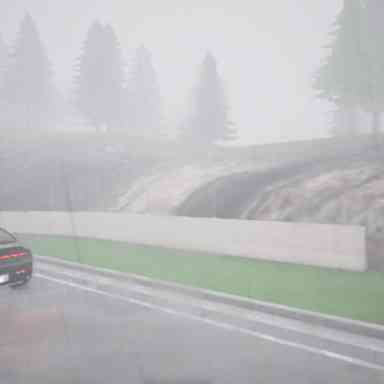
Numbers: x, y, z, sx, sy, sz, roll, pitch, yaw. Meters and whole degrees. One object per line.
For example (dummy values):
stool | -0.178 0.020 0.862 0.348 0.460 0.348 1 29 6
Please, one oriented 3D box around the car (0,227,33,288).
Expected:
car | -5.814 1.537 8.185 4.892 1.490 1.837 -1 0 36
